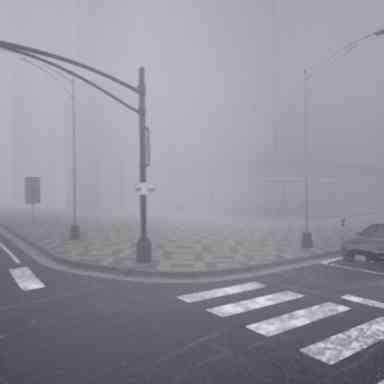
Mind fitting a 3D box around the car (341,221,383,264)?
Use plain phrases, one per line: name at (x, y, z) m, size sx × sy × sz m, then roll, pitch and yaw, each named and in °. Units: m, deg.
car at (7.084, 1.729, 11.762) m, size 4.313 × 1.339 × 1.947 m, roll 0°, pitch -1°, yaw -36°
